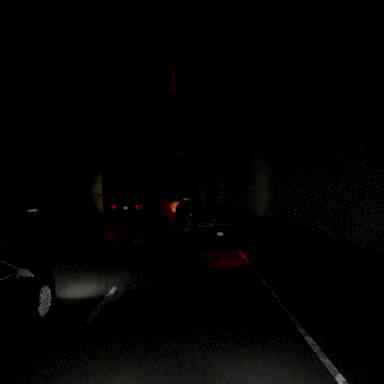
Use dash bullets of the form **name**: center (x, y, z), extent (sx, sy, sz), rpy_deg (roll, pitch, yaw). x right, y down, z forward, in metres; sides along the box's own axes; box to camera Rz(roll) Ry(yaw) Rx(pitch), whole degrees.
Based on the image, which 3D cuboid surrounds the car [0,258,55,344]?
- **car**: center (-3.401, 1.476, 4.147), extent (1.837, 1.490, 4.892), rpy_deg (0, 0, 0)

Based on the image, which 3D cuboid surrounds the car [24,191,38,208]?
- **car**: center (-20.443, 0.939, 41.457), extent (2.150, 2.045, 5.566), rpy_deg (0, 1, -22)

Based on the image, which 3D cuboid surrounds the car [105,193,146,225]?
- **car**: center (-4.426, 1.066, 22.958), extent (2.150, 2.045, 5.566), rpy_deg (0, 0, -8)

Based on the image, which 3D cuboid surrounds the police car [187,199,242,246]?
- **police car**: center (0.934, 1.324, 14.891), extent (1.930, 1.638, 5.238), rpy_deg (0, 0, -3)

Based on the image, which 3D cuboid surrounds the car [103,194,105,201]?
- **car**: center (-18.859, 0.963, 66.058), extent (5.008, 1.535, 1.882), rpy_deg (0, 1, 42)

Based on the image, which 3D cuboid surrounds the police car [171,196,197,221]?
- **police car**: center (-0.178, 1.252, 25.529), extent (1.930, 1.638, 5.238), rpy_deg (0, 0, -9)

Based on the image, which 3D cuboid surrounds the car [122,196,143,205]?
- **car**: center (-9.147, 1.255, 51.069), extent (1.895, 1.301, 4.718), rpy_deg (0, 0, -26)

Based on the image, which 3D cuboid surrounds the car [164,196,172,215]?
- **car**: center (-1.379, 1.137, 31.691), extent (2.097, 1.767, 4.553), rpy_deg (0, 0, -13)
